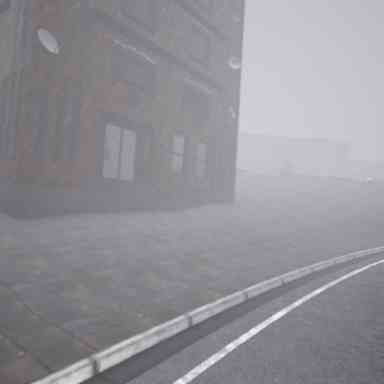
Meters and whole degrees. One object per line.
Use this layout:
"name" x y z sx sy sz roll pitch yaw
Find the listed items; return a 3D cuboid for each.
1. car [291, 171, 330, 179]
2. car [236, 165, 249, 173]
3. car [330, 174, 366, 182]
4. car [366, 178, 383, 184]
"car" 16.430 -2.120 47.363 4.892 1.521 2.231 4 -4 -8
"car" 5.635 -2.941 45.775 4.553 1.767 2.185 4 -4 -8
"car" 21.878 -1.757 48.175 4.892 1.521 2.231 4 -4 -9
"car" 27.333 -1.328 49.091 4.674 1.452 2.002 4 -4 -10
